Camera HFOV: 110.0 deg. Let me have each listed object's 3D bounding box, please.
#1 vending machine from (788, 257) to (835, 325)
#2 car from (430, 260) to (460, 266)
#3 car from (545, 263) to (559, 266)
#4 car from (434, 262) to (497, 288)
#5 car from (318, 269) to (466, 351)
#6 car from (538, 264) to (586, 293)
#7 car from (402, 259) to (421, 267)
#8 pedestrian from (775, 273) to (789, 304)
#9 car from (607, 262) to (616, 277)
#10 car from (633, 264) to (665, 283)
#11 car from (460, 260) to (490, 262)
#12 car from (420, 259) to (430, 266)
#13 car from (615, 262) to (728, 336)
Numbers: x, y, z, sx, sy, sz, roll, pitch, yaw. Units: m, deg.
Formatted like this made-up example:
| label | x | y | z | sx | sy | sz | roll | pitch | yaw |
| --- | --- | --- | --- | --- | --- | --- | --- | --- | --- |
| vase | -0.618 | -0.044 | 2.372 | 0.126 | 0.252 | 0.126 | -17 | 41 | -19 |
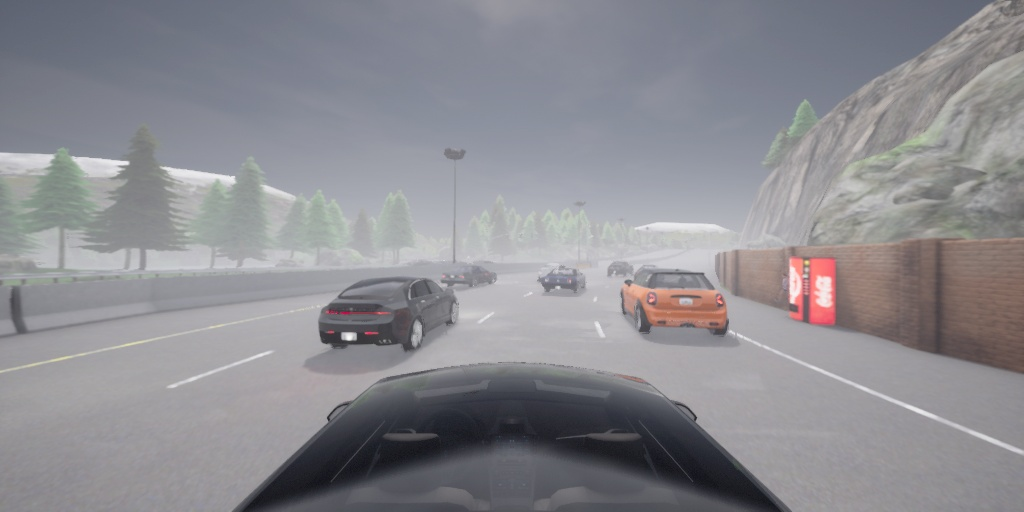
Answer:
| label | x | y | z | sx | sy | sz | roll | pitch | yaw |
| --- | --- | --- | --- | --- | --- | --- | --- | --- | --- |
| vending machine | 9.510 | 1.017 | 11.365 | 1.100 | 2.100 | 0.880 | 0 | 0 | 11 |
| car | -7.736 | 1.246 | 46.162 | 2.128 | 1.511 | 4.902 | 0 | 0 | 30 |
| car | 3.652 | 1.332 | 30.010 | 1.812 | 1.442 | 4.674 | 0 | 0 | 26 |
| car | -2.766 | 1.307 | 24.121 | 2.033 | 1.411 | 5.357 | 0 | 0 | 20 |
| car | -2.738 | 1.246 | 9.049 | 1.837 | 1.490 | 4.892 | 0 | 0 | 7 |
| car | 3.222 | 1.373 | 21.270 | 1.895 | 1.301 | 4.718 | 0 | 0 | 19 |
| car | -13.281 | 1.217 | 50.564 | 2.128 | 1.511 | 4.902 | 0 | 0 | 30 |
| pedestrian | 9.379 | 1.063 | 12.213 | 0.500 | 1.100 | 0.500 | 0 | 0 | 12 |
| car | 11.345 | 1.334 | 37.303 | 1.837 | 1.490 | 4.892 | 0 | 0 | 31 |
| car | 11.532 | 1.420 | 29.986 | 1.994 | 1.385 | 4.181 | 0 | 0 | 28 |
| car | -4.033 | 1.284 | 45.585 | 1.837 | 1.490 | 4.892 | 0 | -1 | 30 |
| car | -9.727 | 1.294 | 49.710 | 2.033 | 1.411 | 5.357 | 0 | 0 | 30 |
| car | 4.609 | 1.142 | 10.885 | 2.097 | 1.767 | 4.553 | 0 | 0 | 9 |
